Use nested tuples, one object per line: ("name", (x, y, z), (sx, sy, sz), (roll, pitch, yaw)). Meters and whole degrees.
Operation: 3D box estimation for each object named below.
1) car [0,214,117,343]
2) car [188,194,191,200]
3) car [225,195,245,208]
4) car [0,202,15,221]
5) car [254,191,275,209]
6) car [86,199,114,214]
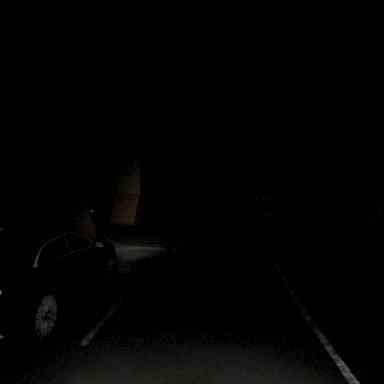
("car", (-2.920, 1.429, 6.356), (2.128, 1.511, 4.902), (0, 0, 5))
("car", (0.500, 0.980, 62.540), (1.837, 1.490, 4.892), (0, 1, 17))
("car", (5.341, 1.149, 41.038), (1.882, 1.535, 5.008), (0, 1, 16))
("car", (-11.065, 1.258, 22.260), (1.882, 1.535, 5.008), (0, 0, 14))
("car", (8.807, 0.909, 40.423), (2.150, 2.045, 5.566), (0, 1, 16))
("car", (-6.881, 1.265, 24.537), (2.128, 1.511, 4.902), (0, 0, 15))
